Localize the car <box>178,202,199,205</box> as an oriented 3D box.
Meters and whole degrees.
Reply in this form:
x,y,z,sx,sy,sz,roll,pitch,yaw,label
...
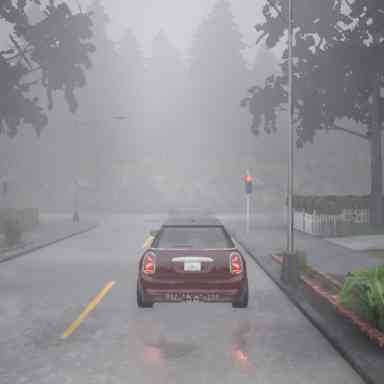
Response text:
x,y,z,sx,sy,sz,roll,pitch,yaw,label
0.028,1.564,29.240,4.181,1.385,1.994,0,0,0,car

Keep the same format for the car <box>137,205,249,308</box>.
x,y,z,sx,sy,sz,roll,pitch,yaw,label
0.021,1.352,8.082,2.097,1.767,4.553,0,0,0,car
